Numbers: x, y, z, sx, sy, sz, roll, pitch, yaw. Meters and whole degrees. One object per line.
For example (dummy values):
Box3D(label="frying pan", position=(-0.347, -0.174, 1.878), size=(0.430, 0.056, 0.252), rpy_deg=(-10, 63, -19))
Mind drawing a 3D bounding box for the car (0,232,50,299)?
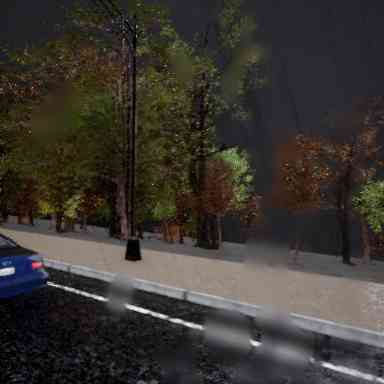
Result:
Box3D(label="car", position=(-5.437, 1.492, 7.562), size=(5.357, 1.411, 2.033), rpy_deg=(0, 0, 36))
